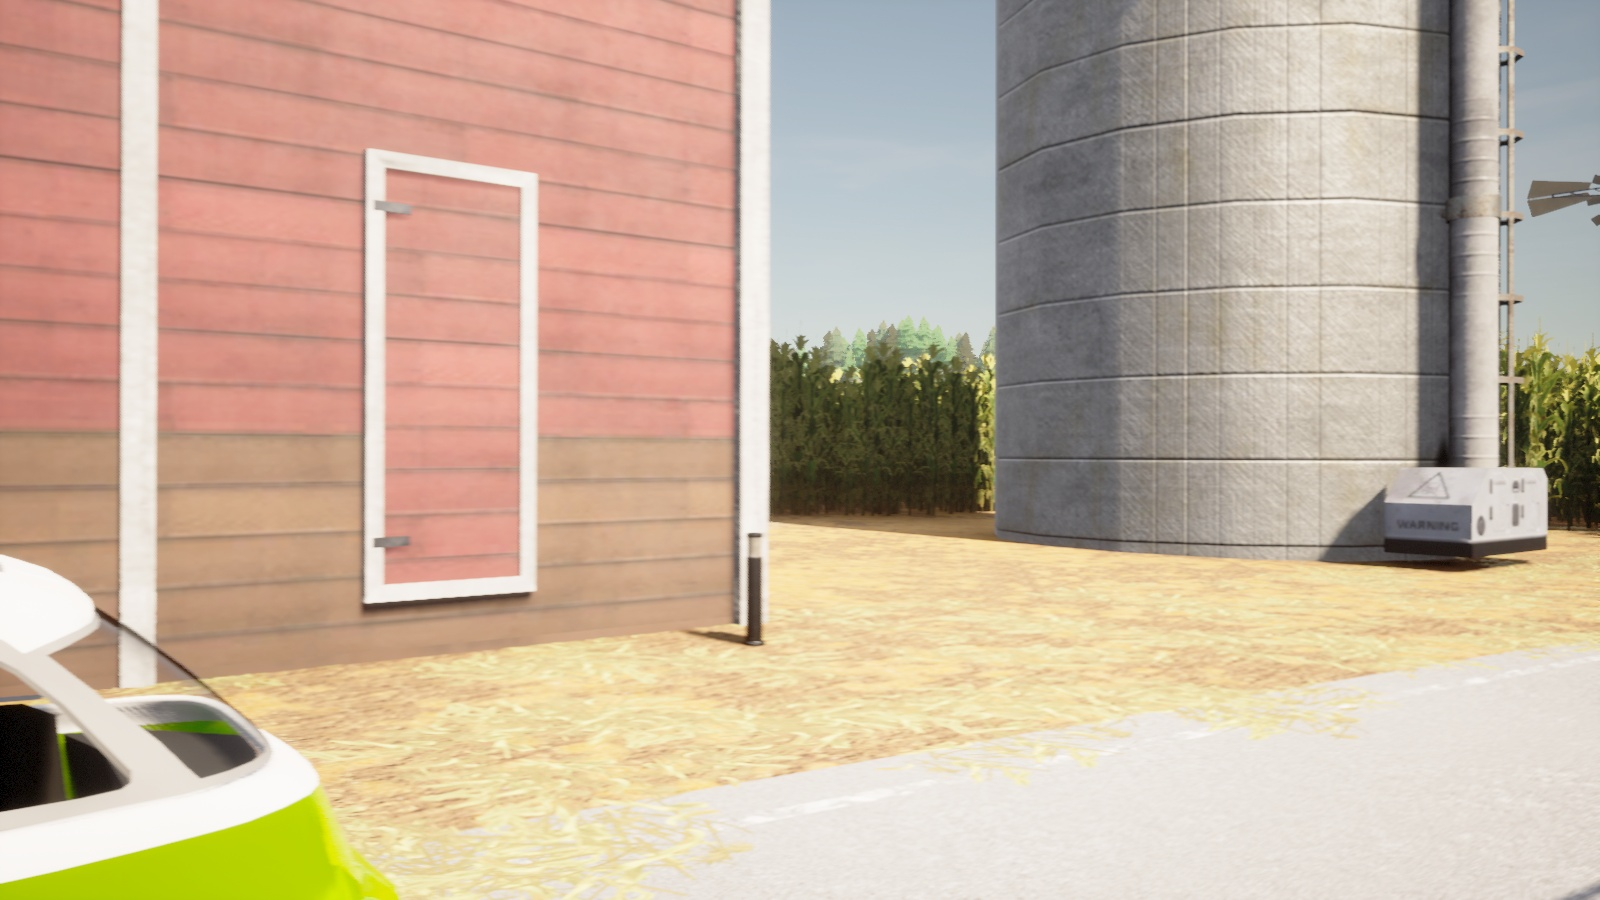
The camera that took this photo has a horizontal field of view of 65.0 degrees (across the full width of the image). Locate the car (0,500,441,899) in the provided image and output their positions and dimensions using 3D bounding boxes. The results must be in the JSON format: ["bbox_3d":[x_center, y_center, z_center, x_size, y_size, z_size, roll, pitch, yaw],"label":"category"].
[{"bbox_3d":[-1.901,0.808,1.968,2.207,1.376,1.481,0,0,-35],"label":"car"}]
